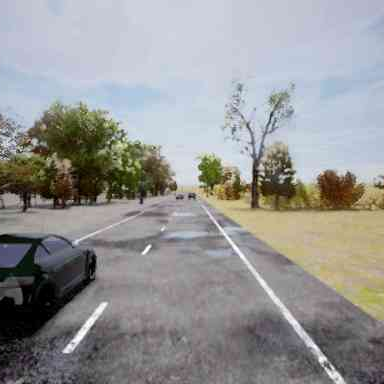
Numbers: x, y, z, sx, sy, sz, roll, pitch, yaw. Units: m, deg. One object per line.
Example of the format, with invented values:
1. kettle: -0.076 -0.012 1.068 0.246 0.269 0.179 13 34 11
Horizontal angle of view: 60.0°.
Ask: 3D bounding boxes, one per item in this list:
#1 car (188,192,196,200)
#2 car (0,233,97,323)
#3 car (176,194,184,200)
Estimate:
1. car: -0.041 1.096 92.865 2.150 2.045 5.566 0 0 0
2. car: -3.504 1.564 7.164 1.994 1.385 4.181 0 0 0
3. car: -3.541 1.423 93.246 1.994 1.385 4.181 0 0 0
